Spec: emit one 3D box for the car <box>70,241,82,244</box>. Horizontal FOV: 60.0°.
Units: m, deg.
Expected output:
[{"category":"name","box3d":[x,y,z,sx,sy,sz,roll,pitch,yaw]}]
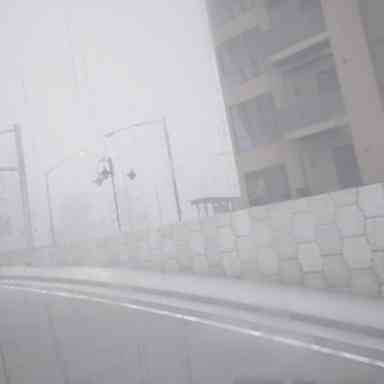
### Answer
[{"category":"car","box3d":[-11.607,5.657,33.299,1.994,1.385,4.181,-14,-8,35]}]
